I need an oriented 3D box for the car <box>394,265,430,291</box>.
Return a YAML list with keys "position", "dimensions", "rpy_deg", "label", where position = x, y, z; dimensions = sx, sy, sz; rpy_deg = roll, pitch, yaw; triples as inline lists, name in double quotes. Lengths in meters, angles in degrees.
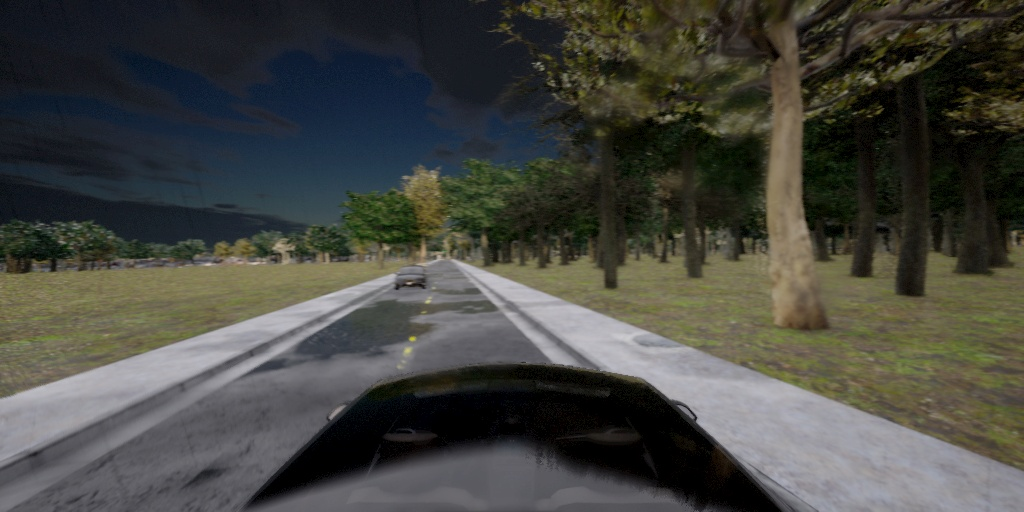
- position: [-6.507, 1.366, 23.533]
  dimensions: [1.837, 1.490, 4.892]
  rpy_deg: [-2, 0, -10]
  label: "car"
